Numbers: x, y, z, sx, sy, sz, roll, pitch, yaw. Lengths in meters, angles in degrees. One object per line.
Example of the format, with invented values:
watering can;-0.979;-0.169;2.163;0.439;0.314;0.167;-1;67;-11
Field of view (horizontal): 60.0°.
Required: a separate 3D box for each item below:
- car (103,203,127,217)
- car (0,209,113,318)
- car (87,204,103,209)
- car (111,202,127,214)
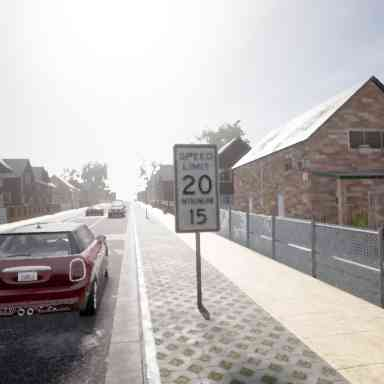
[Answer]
car;-8.602;2.098;38.125;2.033;1.411;5.357;-1;-1;-10
car;-3.118;1.456;7.632;2.097;1.767;4.553;-1;-1;-10
car;-12.129;2.235;41.860;1.994;1.385;4.181;-1;-1;-10
car;-10.469;2.260;48.095;2.033;1.411;5.357;-1;-1;-10
